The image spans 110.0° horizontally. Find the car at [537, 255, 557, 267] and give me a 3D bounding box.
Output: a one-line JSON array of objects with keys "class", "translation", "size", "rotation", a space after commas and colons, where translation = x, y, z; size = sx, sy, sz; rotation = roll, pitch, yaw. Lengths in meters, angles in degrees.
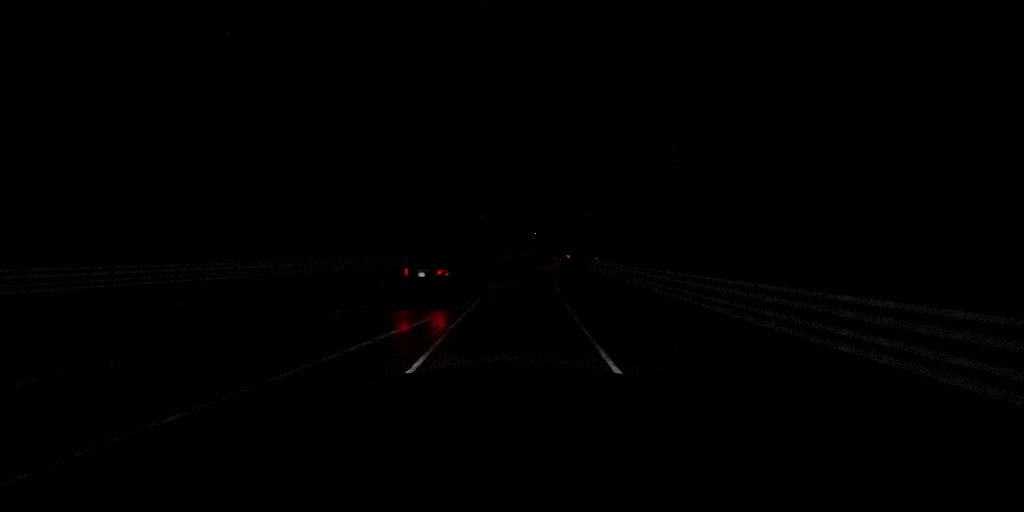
[{"class": "car", "translation": [4.665, 0.674, 49.219], "size": [1.882, 1.535, 5.008], "rotation": [0, 1, 13]}]

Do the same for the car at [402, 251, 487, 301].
[{"class": "car", "translation": [-2.868, 0.786, 16.462], "size": [2.150, 2.045, 5.566], "rotation": [0, 1, 14]}]
